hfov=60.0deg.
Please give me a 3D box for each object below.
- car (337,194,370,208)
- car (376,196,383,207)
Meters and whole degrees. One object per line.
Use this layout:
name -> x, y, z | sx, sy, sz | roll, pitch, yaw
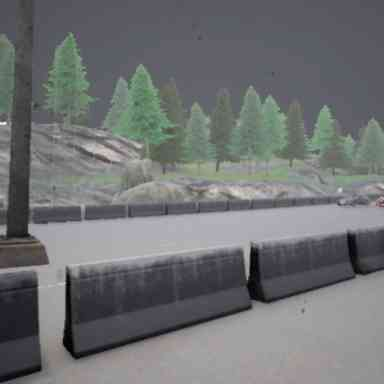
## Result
car -> 18.963, 0.983, 39.003 | 4.902, 1.511, 2.128 | -1, 1, -35
car -> 22.628, 0.803, 37.317 | 4.553, 1.767, 2.097 | -1, 1, -35
